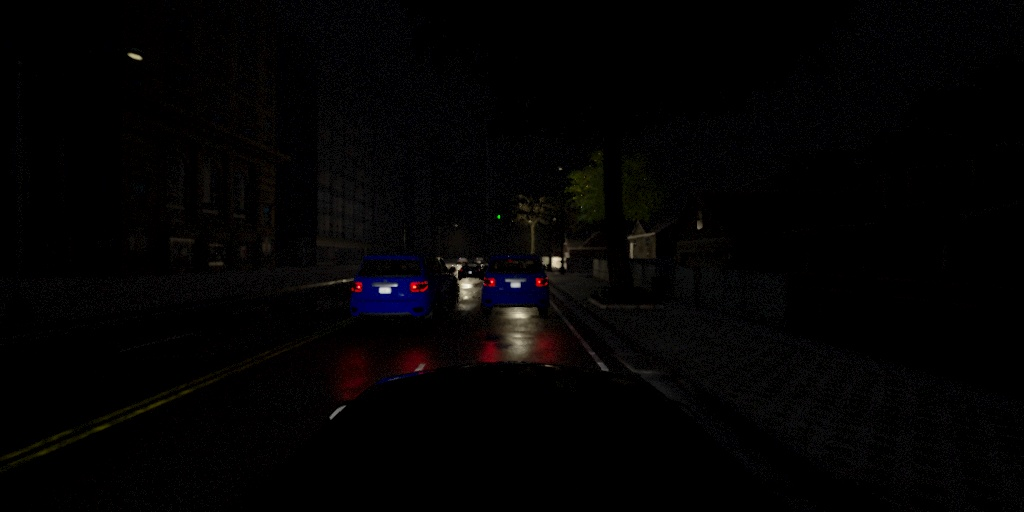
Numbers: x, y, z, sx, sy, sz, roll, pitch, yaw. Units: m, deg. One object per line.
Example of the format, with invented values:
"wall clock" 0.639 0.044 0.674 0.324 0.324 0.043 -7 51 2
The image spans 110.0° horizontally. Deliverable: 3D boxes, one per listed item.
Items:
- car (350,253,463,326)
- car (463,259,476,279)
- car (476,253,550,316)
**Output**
"car" -3.149 0.929 11.566 2.150 2.045 5.566 0 0 0
"car" -3.145 1.200 29.014 1.994 1.385 4.181 0 0 0
"car" 0.100 0.922 13.201 2.150 2.045 5.566 0 0 0
